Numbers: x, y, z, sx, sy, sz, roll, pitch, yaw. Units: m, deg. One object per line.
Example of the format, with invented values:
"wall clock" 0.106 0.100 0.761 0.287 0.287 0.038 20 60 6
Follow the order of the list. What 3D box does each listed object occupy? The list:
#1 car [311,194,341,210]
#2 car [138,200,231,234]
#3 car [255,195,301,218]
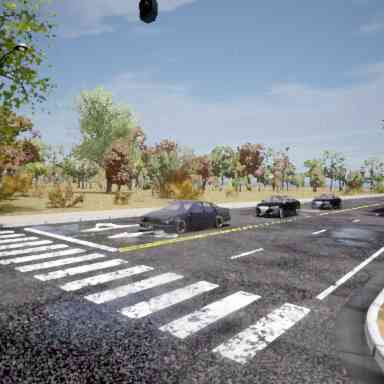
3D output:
"car" 13.481 0.943 33.257 2.128 1.511 4.902 3 2 39
"car" -0.109 1.123 16.503 2.033 1.411 5.357 3 2 39
"car" 6.423 1.007 24.564 2.128 1.511 4.902 3 2 39
